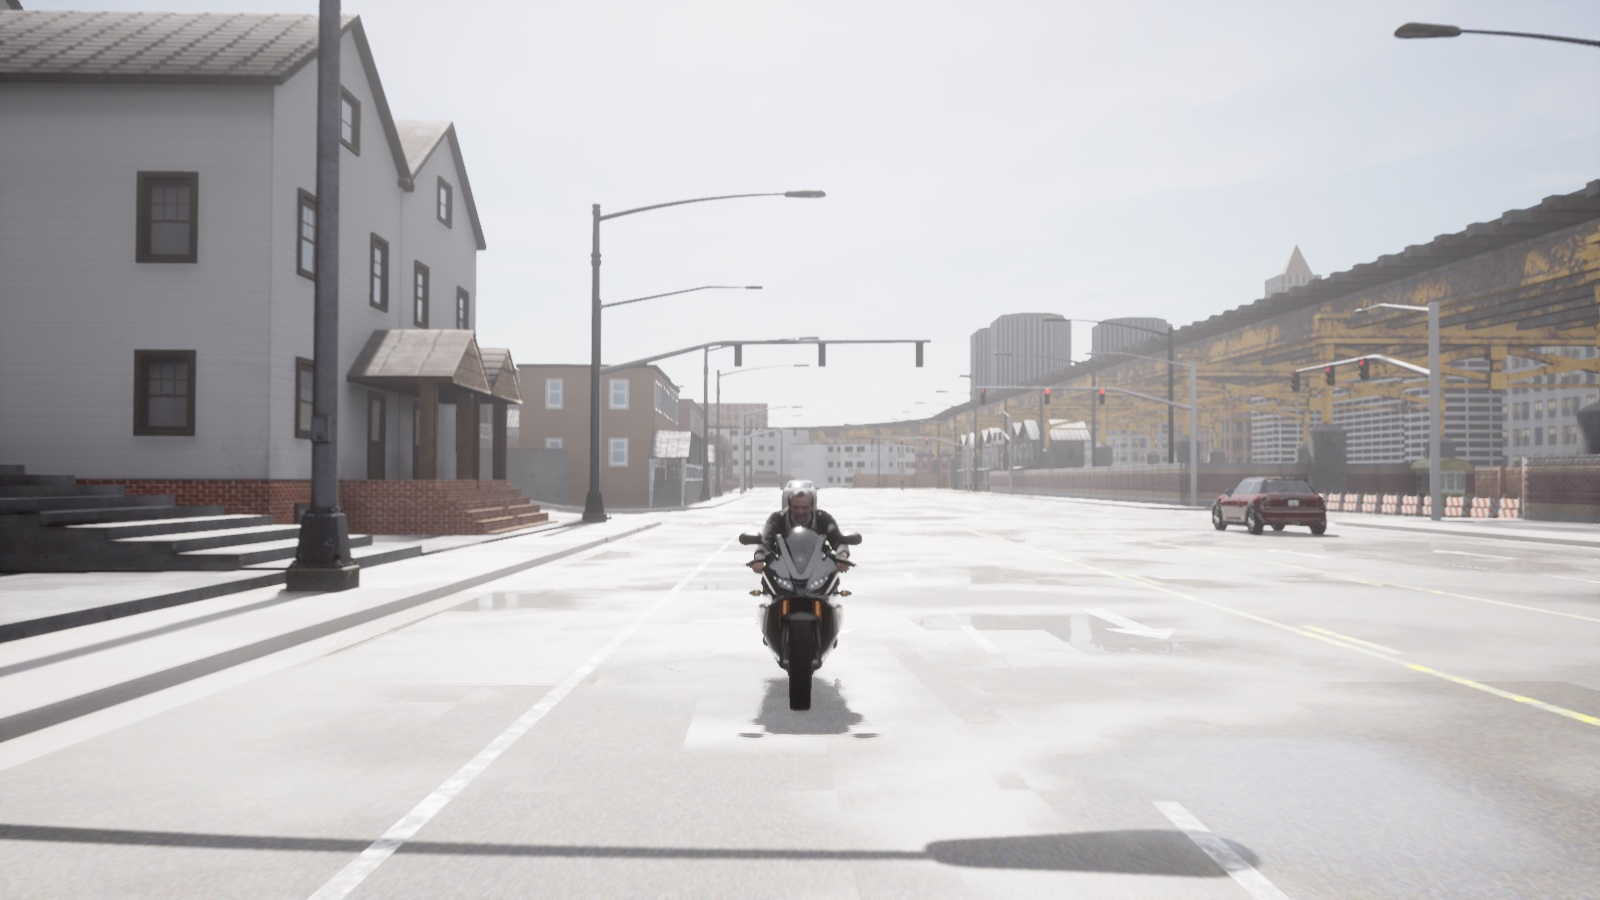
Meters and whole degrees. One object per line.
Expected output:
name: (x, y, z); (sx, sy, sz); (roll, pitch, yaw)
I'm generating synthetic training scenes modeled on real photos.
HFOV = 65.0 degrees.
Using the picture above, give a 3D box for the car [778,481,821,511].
car: (0.012, 2.414, 66.175); (2.128, 1.511, 4.902); (0, -1, 1)

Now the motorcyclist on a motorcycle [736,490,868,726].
motorcyclist on a motorcycle: (0.012, 1.082, 9.426); (0.866, 1.530, 2.191); (0, -1, 0)

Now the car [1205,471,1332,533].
car: (14.030, 1.531, 37.908); (2.097, 1.767, 4.553); (0, -1, 0)
